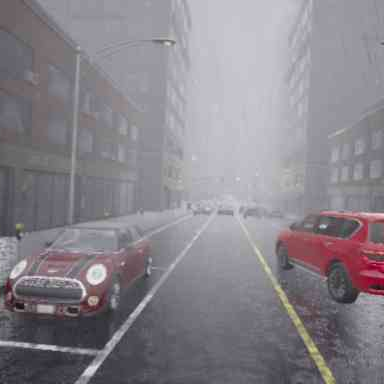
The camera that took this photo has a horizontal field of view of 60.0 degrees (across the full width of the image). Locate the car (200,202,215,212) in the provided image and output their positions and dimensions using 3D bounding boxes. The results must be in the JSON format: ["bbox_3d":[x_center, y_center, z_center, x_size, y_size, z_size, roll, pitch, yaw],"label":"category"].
[{"bbox_3d":[2.437,2.286,51.214,2.008,1.369,4.403,2,-1,6],"label":"car"}]

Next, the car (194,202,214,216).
[{"bbox_3d":[1.290,1.983,40.267,1.967,1.590,4.097,2,-1,6],"label":"car"}]

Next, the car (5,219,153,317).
[{"bbox_3d":[-2.164,1.418,7.423,1.967,1.590,4.097,2,-1,6],"label":"car"}]

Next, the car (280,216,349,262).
[{"bbox_3d":[5.360,1.975,15.268,1.812,1.442,4.674,3,-1,6],"label":"car"}]

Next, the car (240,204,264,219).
[{"bbox_3d":[6.976,2.317,38.892,1.837,1.490,4.892,3,-1,7],"label":"car"}]

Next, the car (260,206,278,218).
[{"bbox_3d":[10.329,2.600,44.842,1.887,1.381,4.507,2,-1,6],"label":"car"}]

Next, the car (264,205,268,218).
[{"bbox_3d":[9.753,2.526,39.368,1.947,1.339,4.313,2,-1,6],"label":"car"}]

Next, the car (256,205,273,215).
[{"bbox_3d":[10.905,2.697,50.317,1.887,1.381,4.507,2,-1,6],"label":"car"}]

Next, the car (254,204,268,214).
[{"bbox_3d":[11.480,2.793,55.791,1.887,1.381,4.507,2,-1,6],"label":"car"}]

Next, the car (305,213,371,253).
[{"bbox_3d":[7.455,2.021,17.473,1.967,1.590,4.097,2,-1,6],"label":"car"}]

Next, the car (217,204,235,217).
[{"bbox_3d":[4.048,2.157,40.010,1.882,1.535,5.008,3,-1,6],"label":"car"}]

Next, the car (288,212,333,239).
[{"bbox_3d":[8.027,2.220,22.946,1.887,1.381,4.507,2,-1,6],"label":"car"}]

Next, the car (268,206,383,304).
[{"bbox_3d":[4.165,1.528,9.156,2.150,2.045,5.566,2,-1,-6],"label":"car"}]

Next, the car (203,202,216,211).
[{"bbox_3d":[3.013,2.376,56.689,1.887,1.381,4.507,2,-1,6],"label":"car"}]
